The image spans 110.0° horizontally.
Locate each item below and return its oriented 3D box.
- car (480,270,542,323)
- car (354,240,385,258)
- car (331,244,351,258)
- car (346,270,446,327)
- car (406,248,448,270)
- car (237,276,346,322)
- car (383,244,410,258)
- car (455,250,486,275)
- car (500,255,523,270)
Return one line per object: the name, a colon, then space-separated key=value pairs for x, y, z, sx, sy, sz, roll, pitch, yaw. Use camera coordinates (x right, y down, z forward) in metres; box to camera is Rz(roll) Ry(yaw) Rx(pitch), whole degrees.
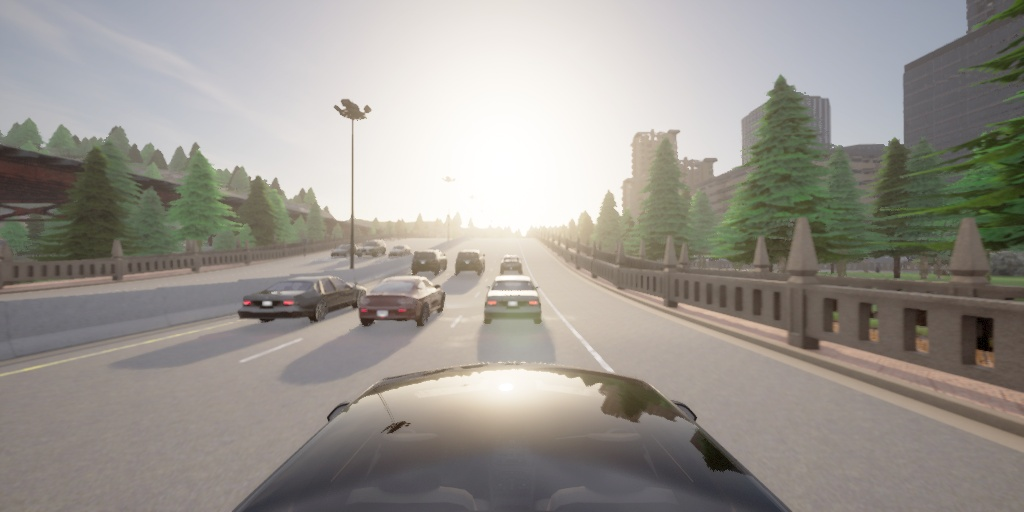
car: x=0.024 y=1.403 z=12.705 sx=2.033 sy=1.411 sz=5.357 roll=0 pitch=0 yaw=0
car: x=-17.828 y=-0.940 z=45.756 sx=2.150 sy=2.045 sz=5.566 roll=0 pitch=6 yaw=0
car: x=-21.325 y=-0.665 z=45.824 sx=1.837 sy=1.490 sz=4.892 roll=0 pitch=6 yaw=0
car: x=-3.480 y=1.377 z=11.948 sx=1.812 sy=1.442 sz=4.674 roll=0 pitch=0 yaw=0
car: x=-7.065 y=0.448 z=31.084 sx=2.150 sy=2.045 sz=5.566 roll=0 pitch=4 yaw=0
car: x=-6.977 y=1.402 z=12.730 sx=2.033 sy=1.411 sz=5.357 roll=0 pitch=0 yaw=0
car: x=-14.327 y=-0.662 z=45.850 sx=1.837 sy=1.490 sz=4.892 roll=0 pitch=6 yaw=0
car: x=-3.566 y=0.447 z=31.121 sx=2.150 sy=2.045 sz=5.566 roll=0 pitch=4 yaw=0
car: x=-0.072 y=0.642 z=32.202 sx=2.128 sy=1.511 sz=4.902 roll=0 pitch=4 yaw=0
